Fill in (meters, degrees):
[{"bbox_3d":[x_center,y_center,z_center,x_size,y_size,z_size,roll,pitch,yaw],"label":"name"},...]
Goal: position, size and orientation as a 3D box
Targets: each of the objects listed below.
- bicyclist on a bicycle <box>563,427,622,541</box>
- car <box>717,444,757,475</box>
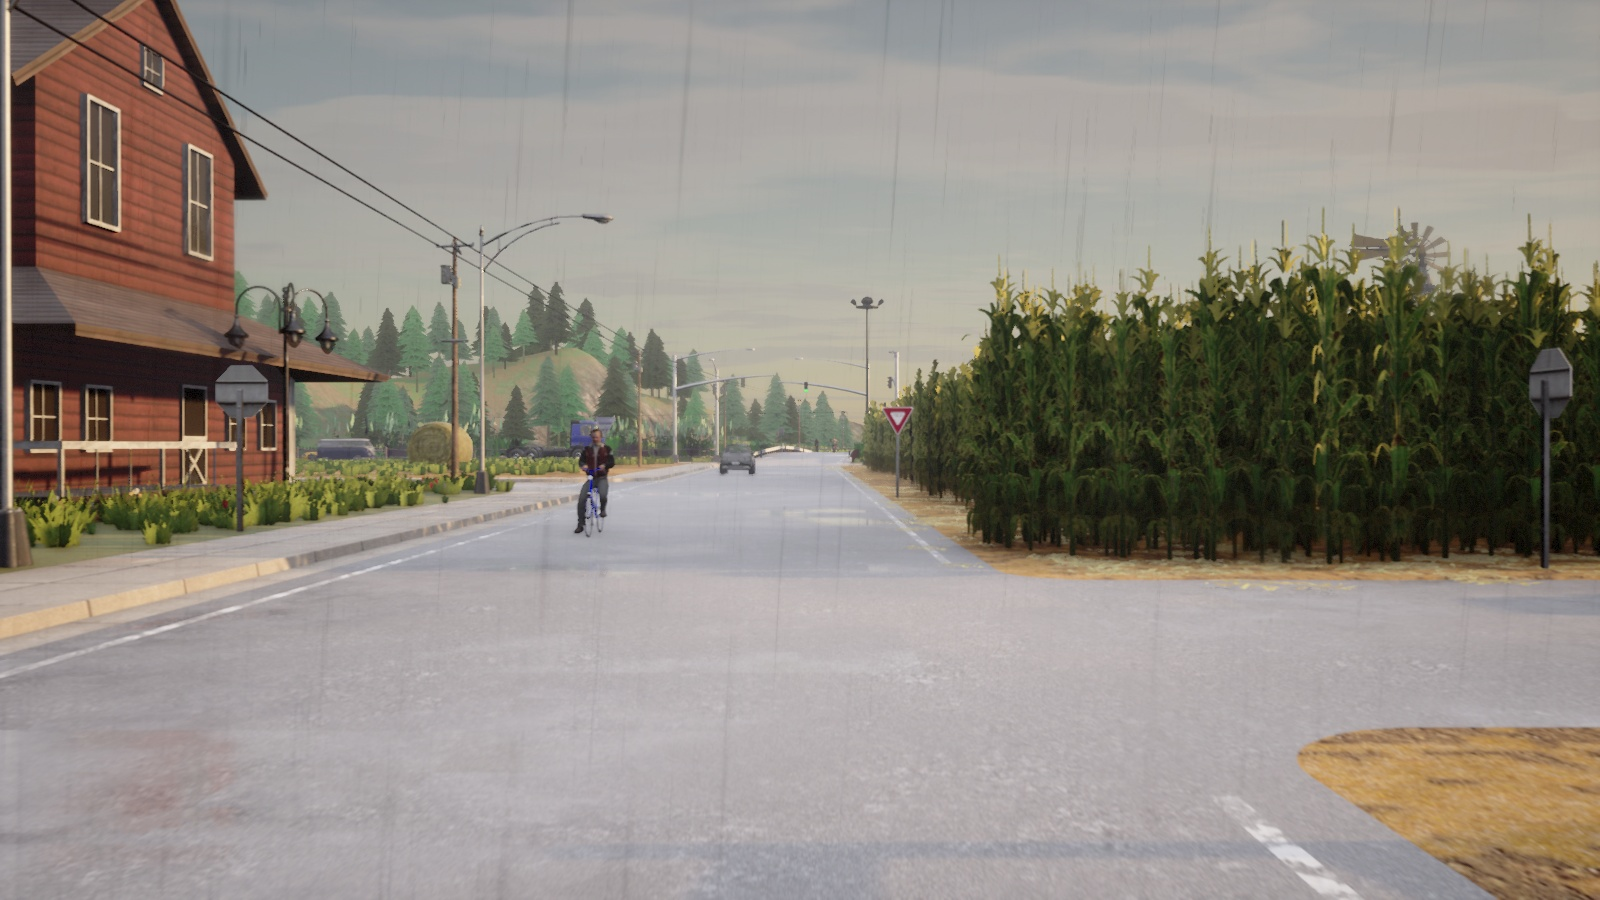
[{"bbox_3d":[-3.378,0.530,20.558,0.659,1.776,1.843,0,0,0],"label":"bicyclist on a bicycle"},{"bbox_3d":[-3.154,0.461,63.576,1.789,1.549,3.705,0,0,0],"label":"car"}]
